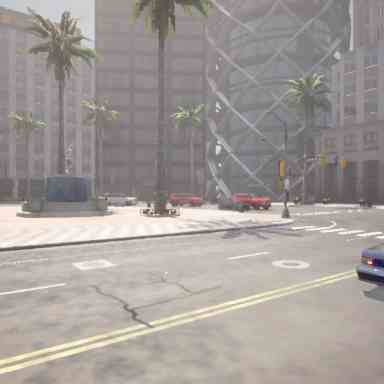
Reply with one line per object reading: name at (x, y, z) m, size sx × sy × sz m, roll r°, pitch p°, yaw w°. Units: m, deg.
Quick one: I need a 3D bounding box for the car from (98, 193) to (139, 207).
car at (-10.993, 1.220, 51.177) m, size 5.566 × 2.045 × 2.150 m, roll 0°, pitch 0°, yaw 11°

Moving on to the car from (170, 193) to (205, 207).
car at (-0.784, 1.219, 50.575) m, size 5.566 × 2.045 × 2.150 m, roll 0°, pitch 0°, yaw 30°

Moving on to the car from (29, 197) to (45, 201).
car at (-27.984, 1.564, 61.633) m, size 4.181 × 1.385 × 1.994 m, roll 0°, pitch 0°, yaw -10°

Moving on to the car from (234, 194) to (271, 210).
car at (7.629, 1.221, 43.192) m, size 2.150 × 2.045 × 5.566 m, roll 0°, pitch 0°, yaw -38°

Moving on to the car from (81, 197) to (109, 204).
car at (-18.220, 1.601, 62.516) m, size 4.718 × 1.301 × 1.895 m, roll 0°, pitch 0°, yaw 1°

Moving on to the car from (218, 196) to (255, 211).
car at (5.098, 1.563, 40.691) m, size 1.994 × 1.385 × 4.181 m, roll 0°, pitch 0°, yaw -39°

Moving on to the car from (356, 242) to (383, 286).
car at (6.197, 1.547, 8.193) m, size 5.357 × 1.411 × 2.033 m, roll 0°, pitch 0°, yaw -35°
